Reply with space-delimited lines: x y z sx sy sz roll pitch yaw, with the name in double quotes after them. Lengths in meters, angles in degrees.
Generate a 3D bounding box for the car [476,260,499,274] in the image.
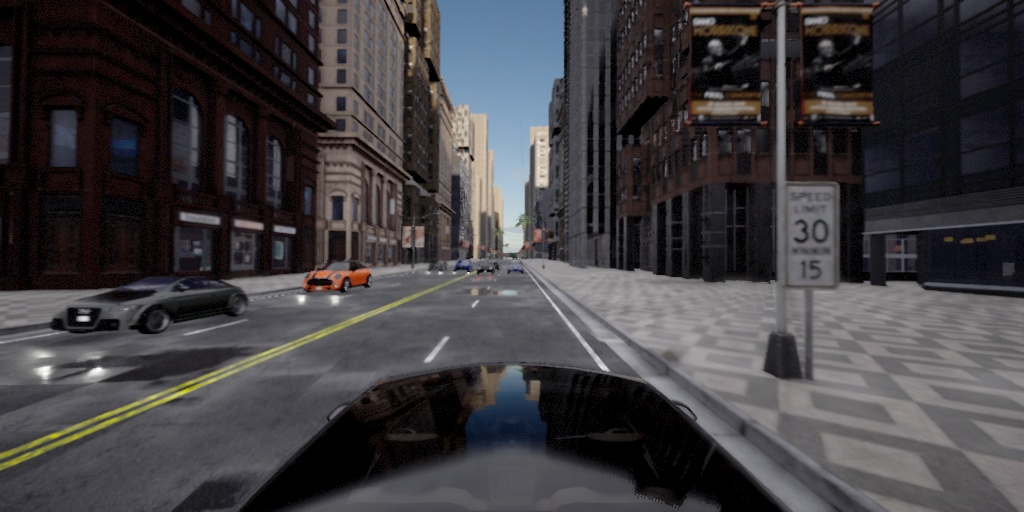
-2.827 1.342 39.950 1.895 1.301 4.718 0 0 0 "car"

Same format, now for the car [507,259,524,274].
0.426 1.309 41.134 2.033 1.411 5.357 0 0 1 "car"

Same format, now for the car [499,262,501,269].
-2.723 1.248 51.515 1.837 1.490 4.892 0 1 0 "car"

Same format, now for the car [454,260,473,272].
-6.123 1.205 45.988 1.882 1.535 5.008 0 0 1 "car"

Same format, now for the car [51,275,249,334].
-9.778 1.252 10.208 1.994 1.385 4.181 0 0 1 "car"

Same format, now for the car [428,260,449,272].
-9.373 1.227 46.060 1.837 1.490 4.892 0 0 0 "car"

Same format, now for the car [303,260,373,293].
-9.686 1.043 20.273 2.097 1.767 4.553 0 0 0 "car"
